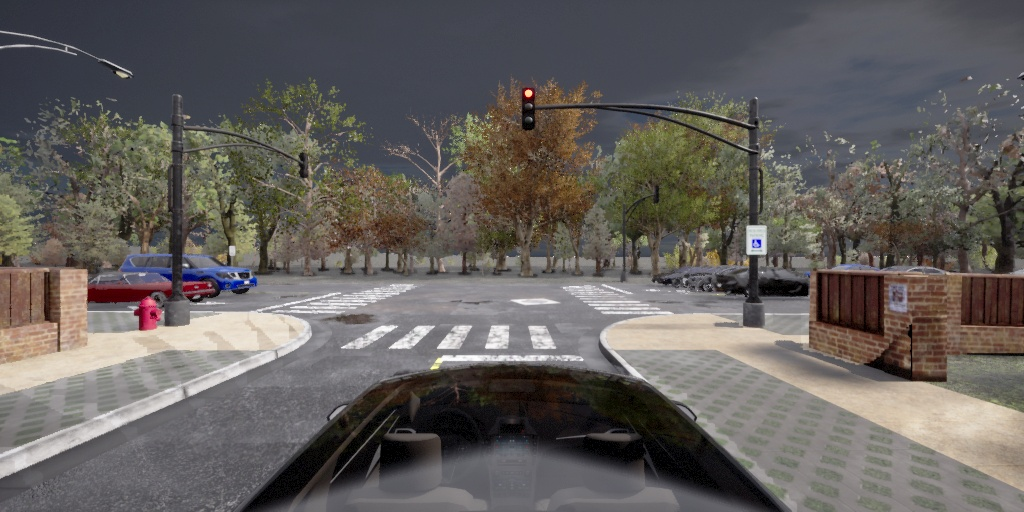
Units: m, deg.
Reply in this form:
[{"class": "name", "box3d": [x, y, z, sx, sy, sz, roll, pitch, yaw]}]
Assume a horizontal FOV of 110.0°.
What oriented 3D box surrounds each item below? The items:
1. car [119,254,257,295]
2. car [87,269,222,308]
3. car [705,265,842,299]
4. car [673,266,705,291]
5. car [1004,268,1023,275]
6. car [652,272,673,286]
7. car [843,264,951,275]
[{"class": "car", "box3d": [-15.565, 0.916, 17.300, 5.566, 2.045, 2.150, 0, 0, 0]}, {"class": "car", "box3d": [-14.638, 1.294, 14.049, 4.718, 1.301, 1.895, 0, 0, -3]}, {"class": "car", "box3d": [12.491, 1.276, 17.343, 5.008, 1.535, 1.882, 0, 0, 0]}, {"class": "car", "box3d": [12.439, 1.294, 20.795, 4.902, 1.511, 2.128, 0, 0, 0]}, {"class": "car", "box3d": [35.517, 1.406, 24.057, 4.674, 1.442, 1.812, 0, 0, 0]}, {"class": "car", "box3d": [12.323, 1.353, 24.044, 5.357, 1.411, 2.033, 0, 0, 0]}, {"class": "car", "box3d": [22.769, 1.328, 20.808, 4.902, 1.511, 2.128, 0, 0, 0]}]
